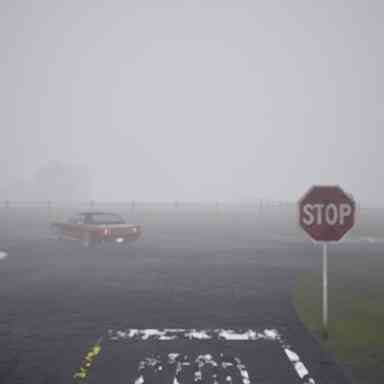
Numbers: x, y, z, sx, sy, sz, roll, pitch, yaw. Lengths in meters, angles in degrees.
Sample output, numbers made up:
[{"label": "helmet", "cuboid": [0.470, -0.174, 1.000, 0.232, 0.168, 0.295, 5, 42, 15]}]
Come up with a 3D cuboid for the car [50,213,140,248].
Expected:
[{"label": "car", "cuboid": [-4.340, 1.531, 14.293, 4.718, 1.301, 1.895, 0, -1, 45]}]
